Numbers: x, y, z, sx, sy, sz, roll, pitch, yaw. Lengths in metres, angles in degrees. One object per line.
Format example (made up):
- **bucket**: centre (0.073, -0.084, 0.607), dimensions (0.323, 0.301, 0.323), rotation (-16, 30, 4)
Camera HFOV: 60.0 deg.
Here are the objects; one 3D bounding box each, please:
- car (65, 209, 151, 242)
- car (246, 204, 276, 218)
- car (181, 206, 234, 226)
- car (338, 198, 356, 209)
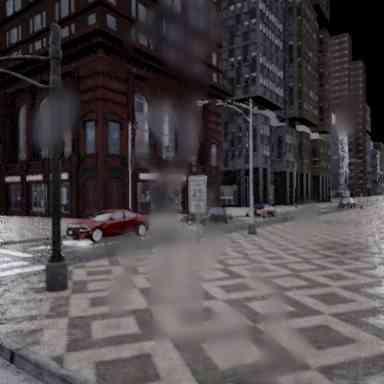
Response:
- **car**: centre (-4.425, 1.725, 18.177), dimensions (1.882, 1.535, 5.008), rotation (-1, -1, 37)
- **car**: centre (7.164, 1.902, 34.406), dimensions (1.994, 1.385, 4.181), rotation (-1, -1, 35)
- **car**: centre (1.357, 1.840, 26.271), dimensions (2.033, 1.411, 5.357), rotation (-1, -1, 36)
- **car**: centre (25.522, 1.794, 54.630), dimensions (2.097, 1.767, 4.553), rotation (-1, 0, 34)
